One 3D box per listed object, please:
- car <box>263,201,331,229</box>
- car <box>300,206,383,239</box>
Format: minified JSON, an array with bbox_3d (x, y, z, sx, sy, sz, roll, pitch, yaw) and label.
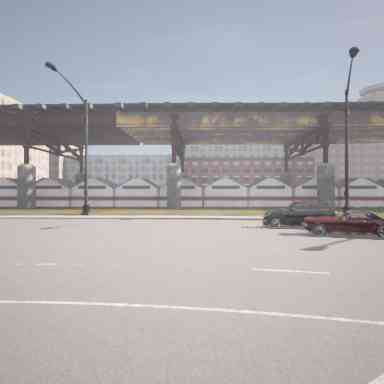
[{"bbox_3d":[6.783,1.351,20.934,4.553,1.767,2.097,0,0,15],"label":"car"},{"bbox_3d":[8.155,1.601,17.106,4.718,1.301,1.895,0,0,18],"label":"car"}]
